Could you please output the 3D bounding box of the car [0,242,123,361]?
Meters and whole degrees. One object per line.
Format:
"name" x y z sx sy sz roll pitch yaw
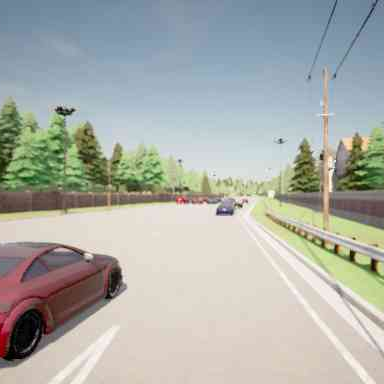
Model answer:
"car" -2.885 1.615 6.142 1.994 1.385 4.181 0 -1 12

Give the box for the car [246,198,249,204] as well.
"car" 13.663 2.355 86.338 1.994 1.385 4.181 0 -1 12

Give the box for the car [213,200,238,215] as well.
"car" 3.982 1.922 38.869 1.994 1.385 4.181 0 -1 11

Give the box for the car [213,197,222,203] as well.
"car" 6.725 2.155 87.359 1.812 1.442 4.674 0 -1 12

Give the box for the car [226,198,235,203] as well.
"car" 10.152 2.184 86.647 1.994 1.385 4.181 0 -1 12

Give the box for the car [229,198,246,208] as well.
"car" 8.157 2.151 59.327 1.895 1.301 4.718 0 -1 12

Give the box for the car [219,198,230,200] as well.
"car" 8.034 2.235 76.444 2.033 1.411 5.357 0 -1 12

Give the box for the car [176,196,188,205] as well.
"car" -2.240 1.920 78.610 2.150 2.045 5.566 0 -1 12

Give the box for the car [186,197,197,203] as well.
"car" -0.129 2.156 88.782 2.128 1.511 4.902 0 -1 12

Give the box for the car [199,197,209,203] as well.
"car" 3.298 2.109 88.071 1.882 1.535 5.008 0 -1 12

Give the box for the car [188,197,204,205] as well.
"car" 1.259 2.054 78.247 2.097 1.767 4.553 0 -1 12

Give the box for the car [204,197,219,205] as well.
"car" 4.691 2.252 77.563 1.994 1.385 4.181 0 -1 12
